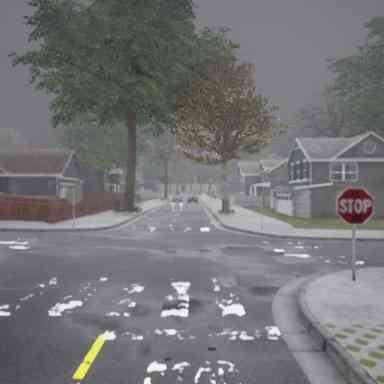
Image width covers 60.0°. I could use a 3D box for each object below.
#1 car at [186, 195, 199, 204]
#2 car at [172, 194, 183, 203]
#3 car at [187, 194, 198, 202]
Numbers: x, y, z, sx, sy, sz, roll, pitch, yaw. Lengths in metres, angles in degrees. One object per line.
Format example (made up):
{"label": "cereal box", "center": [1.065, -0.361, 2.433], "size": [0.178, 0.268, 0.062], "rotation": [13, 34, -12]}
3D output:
{"label": "car", "center": [0.102, 1.220, 56.421], "size": [1.837, 1.490, 4.892], "rotation": [0, 0, 0]}
{"label": "car", "center": [-2.640, 1.197, 61.016], "size": [1.837, 1.490, 4.892], "rotation": [0, 0, 0]}
{"label": "car", "center": [0.121, 1.209, 66.844], "size": [2.033, 1.411, 5.357], "rotation": [0, 0, 0]}
